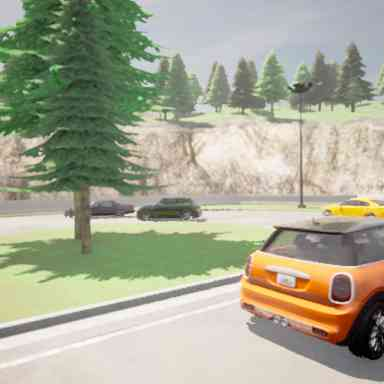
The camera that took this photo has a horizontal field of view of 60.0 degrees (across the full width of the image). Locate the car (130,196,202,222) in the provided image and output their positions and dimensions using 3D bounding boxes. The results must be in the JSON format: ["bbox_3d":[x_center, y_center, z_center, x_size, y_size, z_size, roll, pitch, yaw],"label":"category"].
[{"bbox_3d":[-1.651,1.102,23.436,4.553,1.767,2.097,-1,1,10],"label":"car"}]

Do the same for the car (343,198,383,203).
[{"bbox_3d":[9.831,1.087,19.325,1.882,1.535,5.008,0,0,-21],"label":"car"}]

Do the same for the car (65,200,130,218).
[{"bbox_3d":[-7.224,1.354,26.370,5.357,1.411,2.033,-1,1,-21],"label":"car"}]

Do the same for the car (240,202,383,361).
[{"bbox_3d":[3.023,1.232,6.026,4.553,1.767,2.097,-1,1,-38],"label":"car"}]
